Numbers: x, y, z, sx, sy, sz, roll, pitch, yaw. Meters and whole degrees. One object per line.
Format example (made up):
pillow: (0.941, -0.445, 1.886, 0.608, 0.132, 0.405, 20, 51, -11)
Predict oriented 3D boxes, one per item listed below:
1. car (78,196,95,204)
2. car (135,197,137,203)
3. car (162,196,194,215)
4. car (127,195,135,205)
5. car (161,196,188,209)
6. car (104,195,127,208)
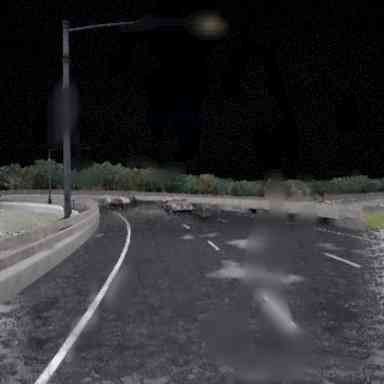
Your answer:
car: (-19.035, 1.474, 59.300, 2.033, 1.411, 5.357, -1, 0, -38)
car: (-11.728, 1.350, 61.000, 1.837, 1.490, 4.892, -1, 0, -35)
car: (-1.428, 1.419, 32.134, 2.033, 1.411, 5.357, -1, 0, -19)
car: (-11.469, 1.400, 54.031, 1.812, 1.442, 4.674, -1, 1, -32)
car: (-2.411, 1.305, 44.197, 1.882, 1.535, 5.008, 0, 0, -24)
car: (-10.736, 1.407, 45.377, 1.837, 1.490, 4.892, -1, -1, -26)
